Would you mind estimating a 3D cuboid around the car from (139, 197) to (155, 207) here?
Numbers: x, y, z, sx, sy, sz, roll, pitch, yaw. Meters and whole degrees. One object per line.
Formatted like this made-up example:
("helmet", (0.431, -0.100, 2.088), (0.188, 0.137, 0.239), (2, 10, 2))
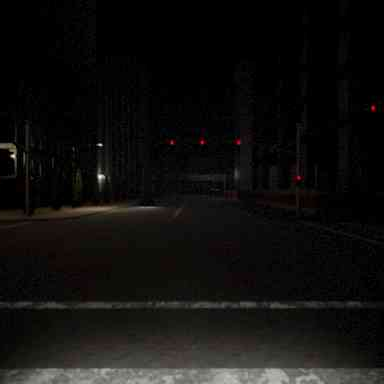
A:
("car", (-6.710, 1.477, 50.079), (1.994, 1.385, 4.181), (0, 0, 0))
